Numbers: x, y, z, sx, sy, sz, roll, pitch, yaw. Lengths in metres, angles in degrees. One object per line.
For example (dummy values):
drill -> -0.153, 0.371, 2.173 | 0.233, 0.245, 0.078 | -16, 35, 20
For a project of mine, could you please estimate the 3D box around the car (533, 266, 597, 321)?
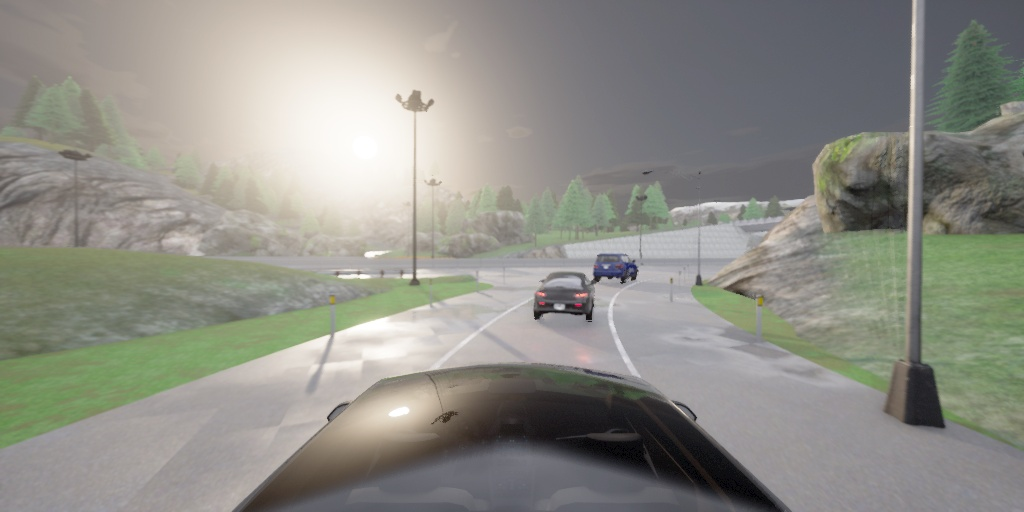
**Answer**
car -> 1.903, 1.258, 12.425 | 1.812, 1.442, 4.674 | 0, 1, 14

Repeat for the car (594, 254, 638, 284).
car -> 7.646, 0.840, 26.261 | 2.150, 2.045, 5.566 | 0, 0, 30
